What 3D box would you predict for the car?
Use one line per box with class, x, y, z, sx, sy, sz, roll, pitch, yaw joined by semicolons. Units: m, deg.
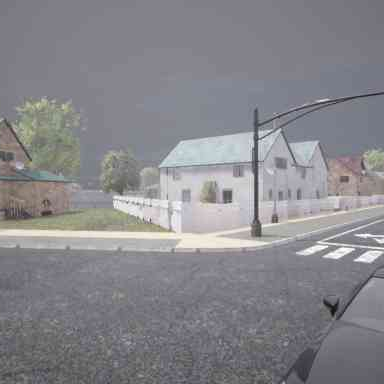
car;2.542;1.524;3.432;1.812;1.442;4.674;0;0;42
